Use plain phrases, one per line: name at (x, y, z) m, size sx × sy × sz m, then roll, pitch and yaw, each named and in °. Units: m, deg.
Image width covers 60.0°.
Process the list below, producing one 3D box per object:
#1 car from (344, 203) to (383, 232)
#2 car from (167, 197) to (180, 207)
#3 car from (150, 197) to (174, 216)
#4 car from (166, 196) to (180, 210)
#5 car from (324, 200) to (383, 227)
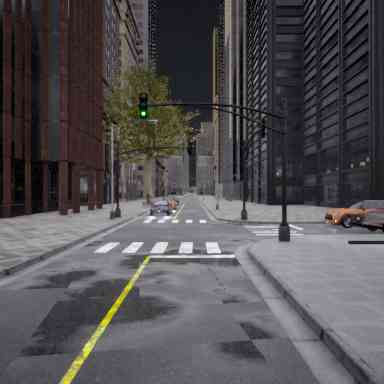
car at (11.537, 1.492, 18.048) m, size 5.357 × 1.411 × 2.033 m, roll 0°, pitch 0°, yaw 0°
car at (-3.047, 1.541, 54.651) m, size 1.837 × 1.490 × 4.892 m, roll 0°, pitch 0°, yaw 0°
car at (-3.075, 1.534, 33.470) m, size 1.812 × 1.442 × 4.674 m, roll 0°, pitch 0°, yaw 0°
car at (-3.067, 1.369, 43.156) m, size 2.097 × 1.767 × 4.553 m, roll 0°, pitch 0°, yaw 0°
car at (10.859, 1.312, 21.147) m, size 4.553 × 1.767 × 2.097 m, roll 0°, pitch 0°, yaw 0°
